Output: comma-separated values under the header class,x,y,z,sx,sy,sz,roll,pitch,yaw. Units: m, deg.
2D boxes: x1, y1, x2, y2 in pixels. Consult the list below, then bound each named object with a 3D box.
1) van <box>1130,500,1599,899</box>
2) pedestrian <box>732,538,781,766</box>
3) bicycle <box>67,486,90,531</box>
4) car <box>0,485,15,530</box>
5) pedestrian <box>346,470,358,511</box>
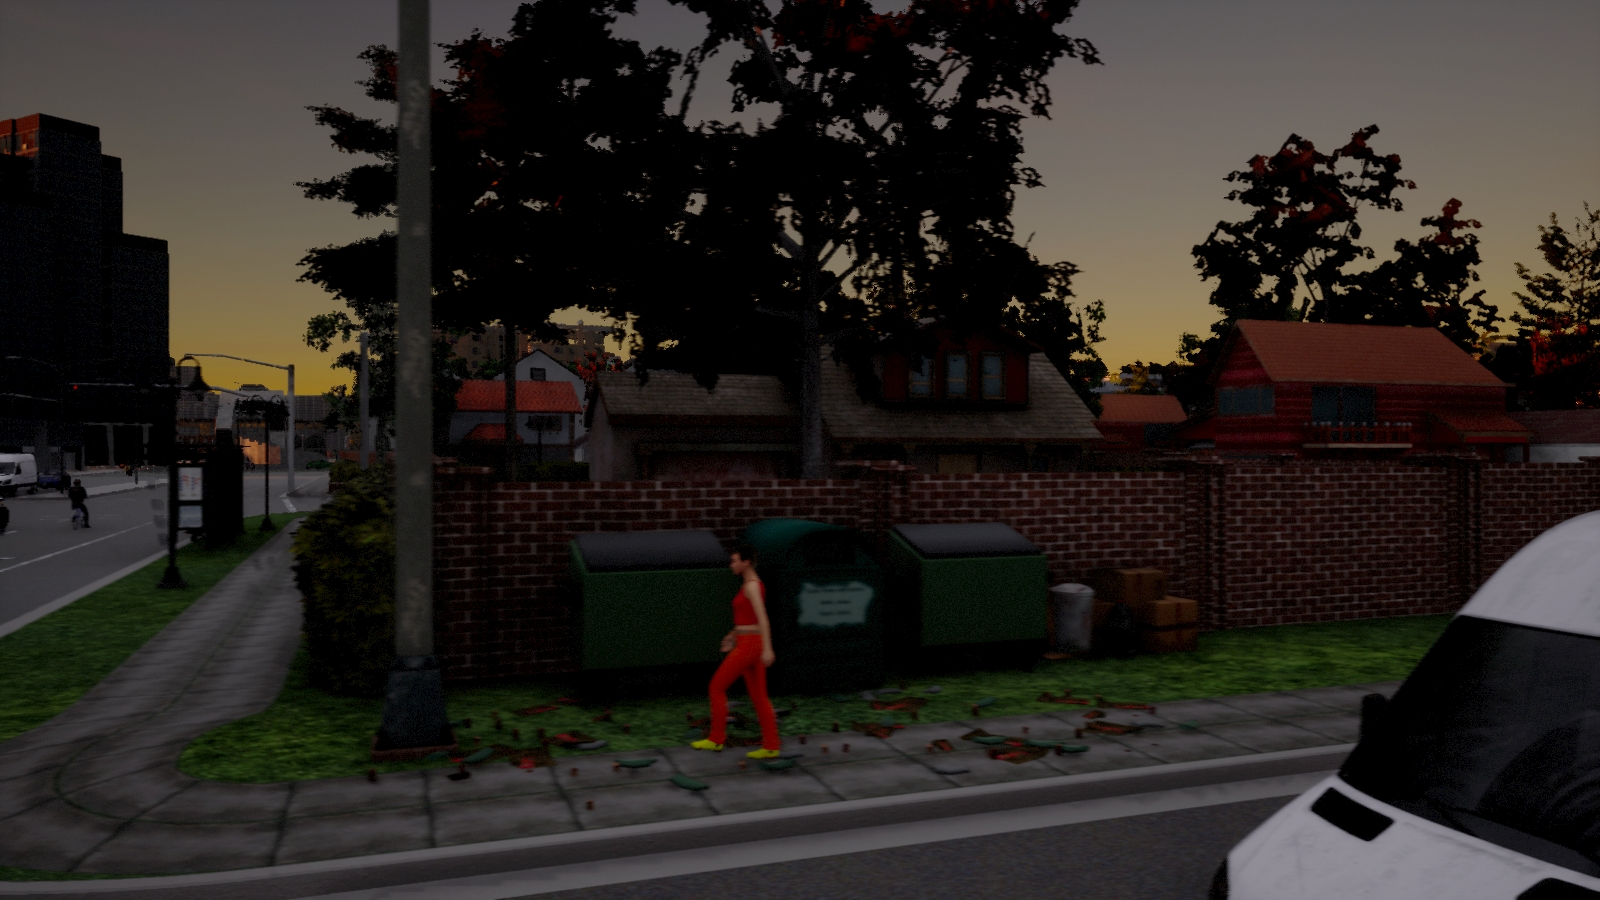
class,x,y,z,sx,sy,sz,roll,pitch,yaw
van,4.524,1.535,4.952,5.915,2.561,1.988,0,0,-20
pedestrian,-0.366,1.696,9.697,0.375,1.860,0.375,0,0,4
bicycle,-25.561,2.048,40.500,0.329,1.496,1.835,0,0,-20
car,-28.729,2.040,39.185,2.007,1.525,4.514,0,0,-21
pedestrian,-20.474,1.849,52.200,0.375,1.860,0.375,0,0,15
